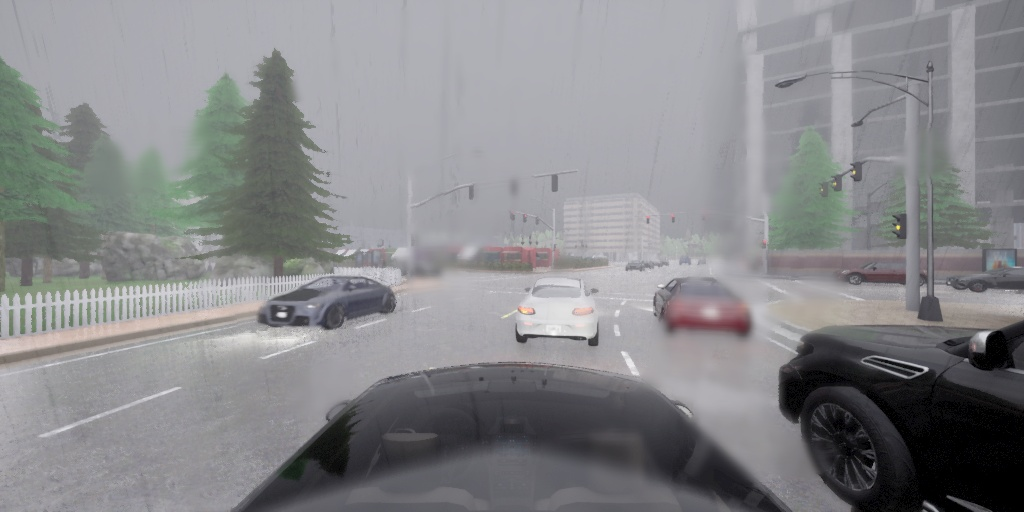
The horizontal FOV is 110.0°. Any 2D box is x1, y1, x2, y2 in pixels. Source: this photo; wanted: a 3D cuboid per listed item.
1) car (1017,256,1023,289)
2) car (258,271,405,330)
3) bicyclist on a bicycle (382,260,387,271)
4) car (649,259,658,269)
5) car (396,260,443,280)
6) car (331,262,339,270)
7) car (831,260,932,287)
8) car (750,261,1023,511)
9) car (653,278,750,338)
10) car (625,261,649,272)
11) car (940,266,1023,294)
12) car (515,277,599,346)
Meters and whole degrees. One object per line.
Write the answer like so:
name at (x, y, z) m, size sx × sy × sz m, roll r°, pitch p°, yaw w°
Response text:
car at (34.233, 1.027, 20.663) m, size 5.566 × 2.045 × 2.150 m, roll 0°, pitch 0°, yaw 30°
car at (-5.410, 1.314, 11.102) m, size 1.994 × 1.385 × 4.181 m, roll 0°, pitch 0°, yaw 14°
bicyclist on a bicycle at (-15.776, 1.258, 44.233) m, size 0.582 × 1.620 × 1.656 m, roll 0°, pitch 0°, yaw -23°
car at (20.756, 1.351, 55.397) m, size 1.895 × 1.301 × 4.718 m, roll 0°, pitch 0°, yaw 29°
car at (-8.431, 1.159, 32.490) m, size 4.553 × 1.767 × 2.097 m, roll 0°, pitch 0°, yaw 30°
car at (-21.742, 1.026, 40.052) m, size 5.566 × 2.045 × 2.150 m, roll 0°, pitch 0°, yaw 29°
car at (25.891, 1.157, 25.386) m, size 4.553 × 1.767 × 2.097 m, roll 0°, pitch 0°, yaw 29°
car at (3.736, 0.971, 1.168) m, size 2.150 × 2.045 × 5.566 m, roll 0°, pitch 0°, yaw 0°
car at (5.287, 1.314, 10.398) m, size 1.994 × 1.385 × 4.181 m, roll 0°, pitch 0°, yaw 17°
car at (16.436, 1.314, 47.656) m, size 1.994 × 1.385 × 4.181 m, roll 0°, pitch 0°, yaw 29°
car at (27.983, 1.331, 20.154) m, size 4.674 × 1.442 × 1.812 m, roll 0°, pitch 0°, yaw 29°
car at (1.267, 1.276, 9.387) m, size 1.812 × 1.442 × 4.674 m, roll 0°, pitch 0°, yaw 11°
